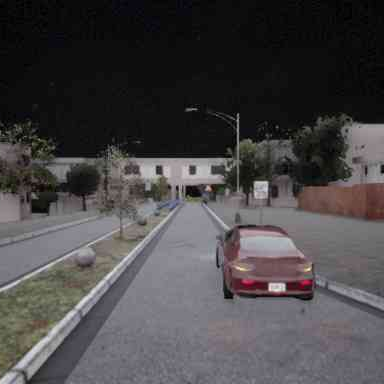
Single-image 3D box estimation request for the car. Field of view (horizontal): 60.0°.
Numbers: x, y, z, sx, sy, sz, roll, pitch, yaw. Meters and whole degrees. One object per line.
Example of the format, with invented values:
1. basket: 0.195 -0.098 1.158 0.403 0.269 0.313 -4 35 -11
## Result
1. car: 1.596 1.523 8.226 1.812 1.442 4.674 0 0 2
